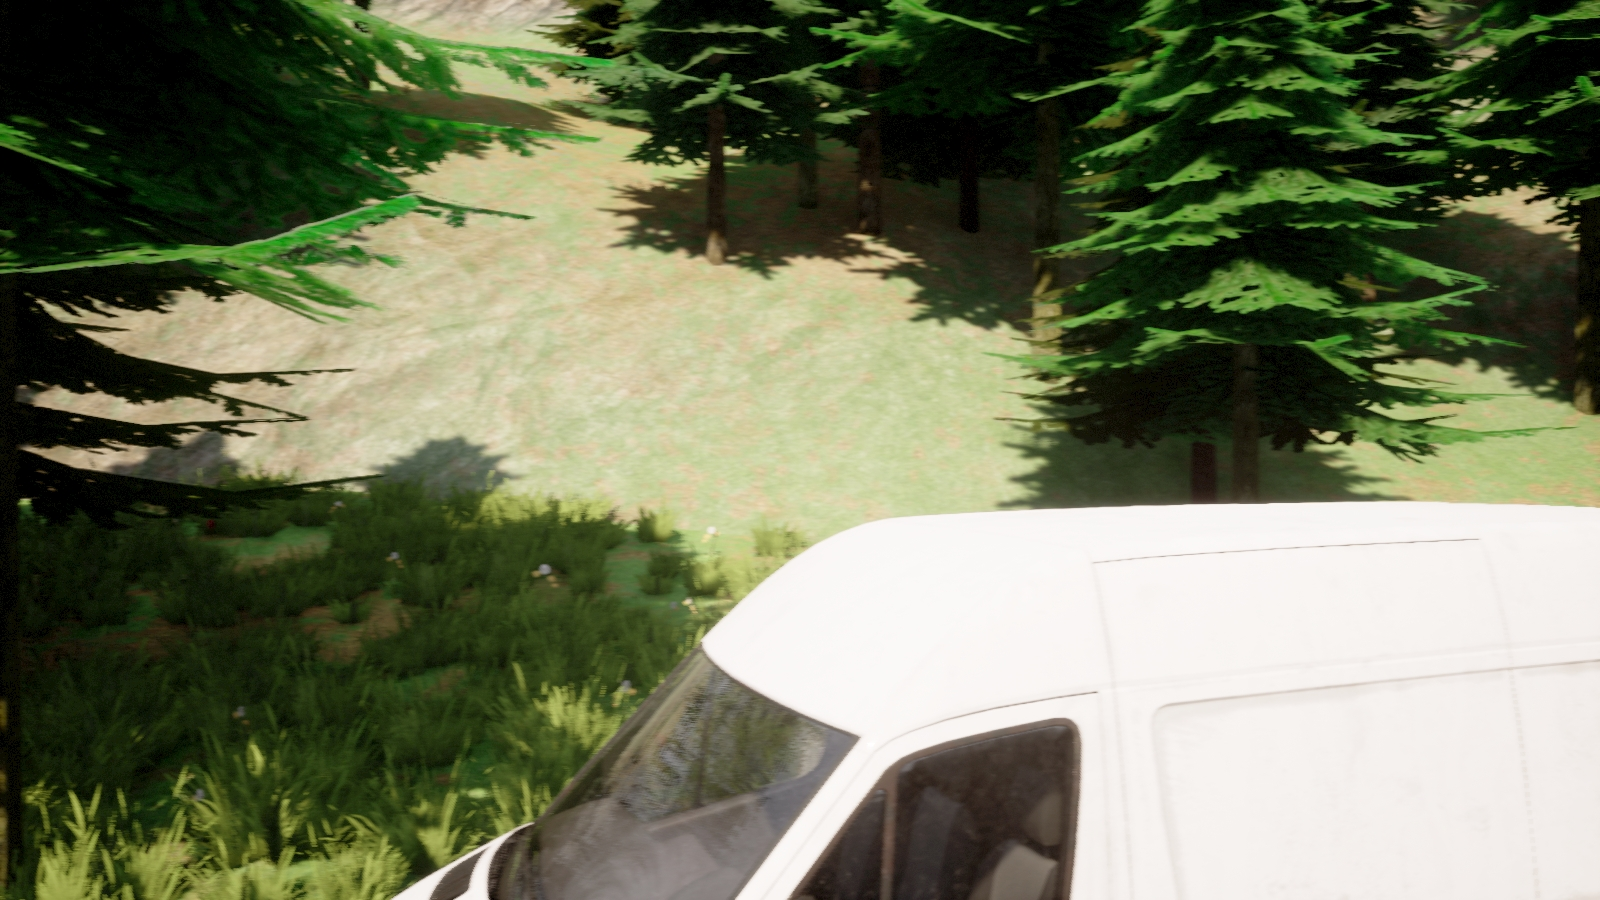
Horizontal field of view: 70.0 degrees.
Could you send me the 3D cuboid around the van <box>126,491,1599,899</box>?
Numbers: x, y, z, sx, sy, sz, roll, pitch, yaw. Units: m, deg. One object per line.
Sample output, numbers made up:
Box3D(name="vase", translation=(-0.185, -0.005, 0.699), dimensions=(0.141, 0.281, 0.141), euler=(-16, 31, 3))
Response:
Box3D(name="van", translation=(1.112, 1.502, 4.201), dimensions=(5.915, 2.561, 1.988), euler=(0, 0, -20))
